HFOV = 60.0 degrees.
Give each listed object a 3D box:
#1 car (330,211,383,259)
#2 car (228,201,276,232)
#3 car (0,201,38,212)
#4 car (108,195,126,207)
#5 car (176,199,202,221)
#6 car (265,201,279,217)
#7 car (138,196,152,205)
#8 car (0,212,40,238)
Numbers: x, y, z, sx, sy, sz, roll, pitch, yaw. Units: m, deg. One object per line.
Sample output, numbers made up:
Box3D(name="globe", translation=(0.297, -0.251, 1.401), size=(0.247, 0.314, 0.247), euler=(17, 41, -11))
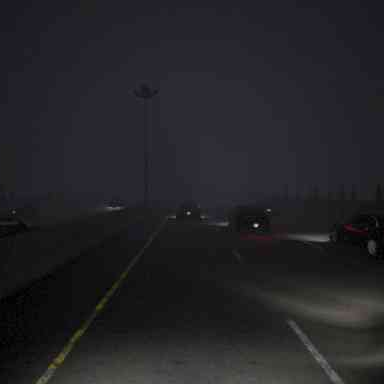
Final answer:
Box3D(name="car", translation=(6.948, 1.498, 12.568), size=(1.837, 1.490, 4.892), euler=(0, 0, -1))
Box3D(name="car", translation=(3.340, 1.498, 19.958), size=(1.837, 1.490, 4.892), euler=(0, 0, -1))
Box3D(name="car", translation=(-14.477, 1.528, 27.711), size=(1.812, 1.442, 4.674), euler=(0, 0, -1))
Box3D(name="car", translation=(-11.283, 1.559, 50.257), size=(1.994, 1.385, 4.181), euler=(0, 0, 0))
Box3D(name="car", translation=(-0.266, 1.558, 26.836), size=(1.994, 1.385, 4.181), euler=(0, 0, -1))
Box3D(name="car", translation=(6.673, 1.553, 30.845), size=(1.994, 1.385, 4.181), euler=(0, 0, -1))
Box3D(name="car", translation=(-7.859, 1.469, 55.908), size=(1.882, 1.535, 5.008), euler=(0, 0, 0))
Box3D(name="car", translation=(-7.234, 1.602, 11.691), size=(1.895, 1.301, 4.718), euler=(0, 0, -1))
